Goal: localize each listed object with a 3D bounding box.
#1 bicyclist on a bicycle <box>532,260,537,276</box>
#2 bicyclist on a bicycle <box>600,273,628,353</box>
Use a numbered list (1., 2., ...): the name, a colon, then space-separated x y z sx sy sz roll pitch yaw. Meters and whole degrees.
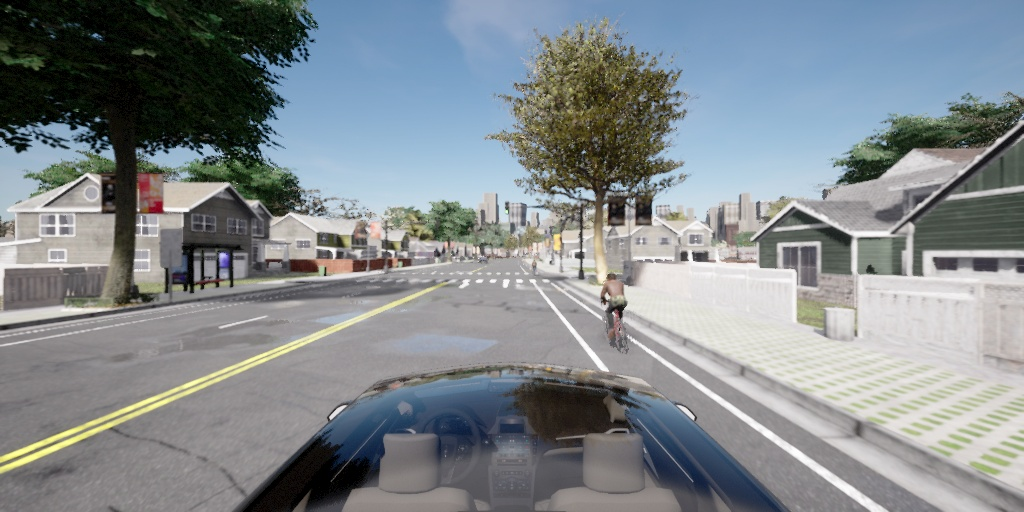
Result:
1. bicyclist on a bicycle: 2.246 1.198 35.921 0.582 1.620 1.656 0 0 0
2. bicyclist on a bicycle: 2.248 1.203 7.924 0.582 1.620 1.656 0 0 0
